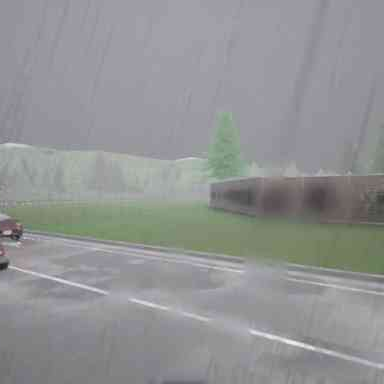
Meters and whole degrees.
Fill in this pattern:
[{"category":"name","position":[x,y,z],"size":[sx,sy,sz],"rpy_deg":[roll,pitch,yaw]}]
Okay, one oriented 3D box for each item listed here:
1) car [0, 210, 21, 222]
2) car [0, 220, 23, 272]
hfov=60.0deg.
[{"category":"car","position":[-9.461,1.494,15.068],"size":[4.674,1.442,1.812],"rpy_deg":[0,0,36]},{"category":"car","position":[-7.049,1.526,9.028],"size":[5.357,1.411,2.033],"rpy_deg":[0,0,36]}]
